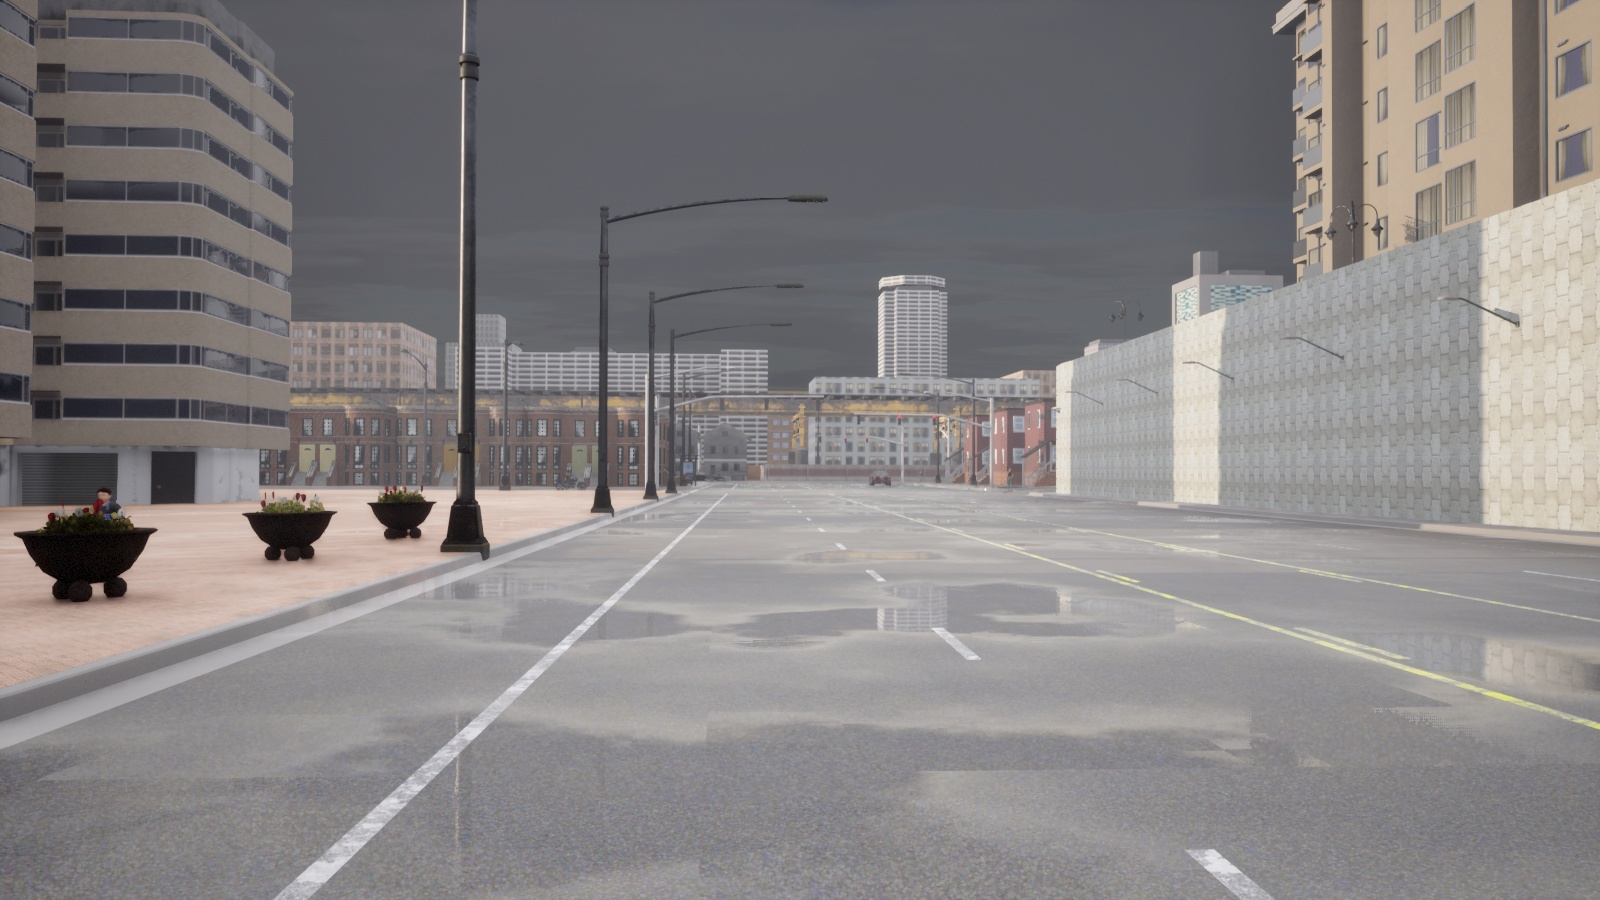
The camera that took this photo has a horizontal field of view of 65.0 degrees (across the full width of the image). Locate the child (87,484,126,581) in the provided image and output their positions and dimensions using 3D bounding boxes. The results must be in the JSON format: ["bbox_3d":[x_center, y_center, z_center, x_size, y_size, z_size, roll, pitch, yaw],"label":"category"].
[{"bbox_3d":[-9.277,1.096,16.803,0.270,1.263,0.437,0,-1,-1],"label":"child"}]

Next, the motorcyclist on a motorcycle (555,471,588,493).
[{"bbox_3d":[-17.131,2.416,94.083,2.350,1.649,0.766,0,-1,-2],"label":"motorcyclist on a motorcycle"}]
